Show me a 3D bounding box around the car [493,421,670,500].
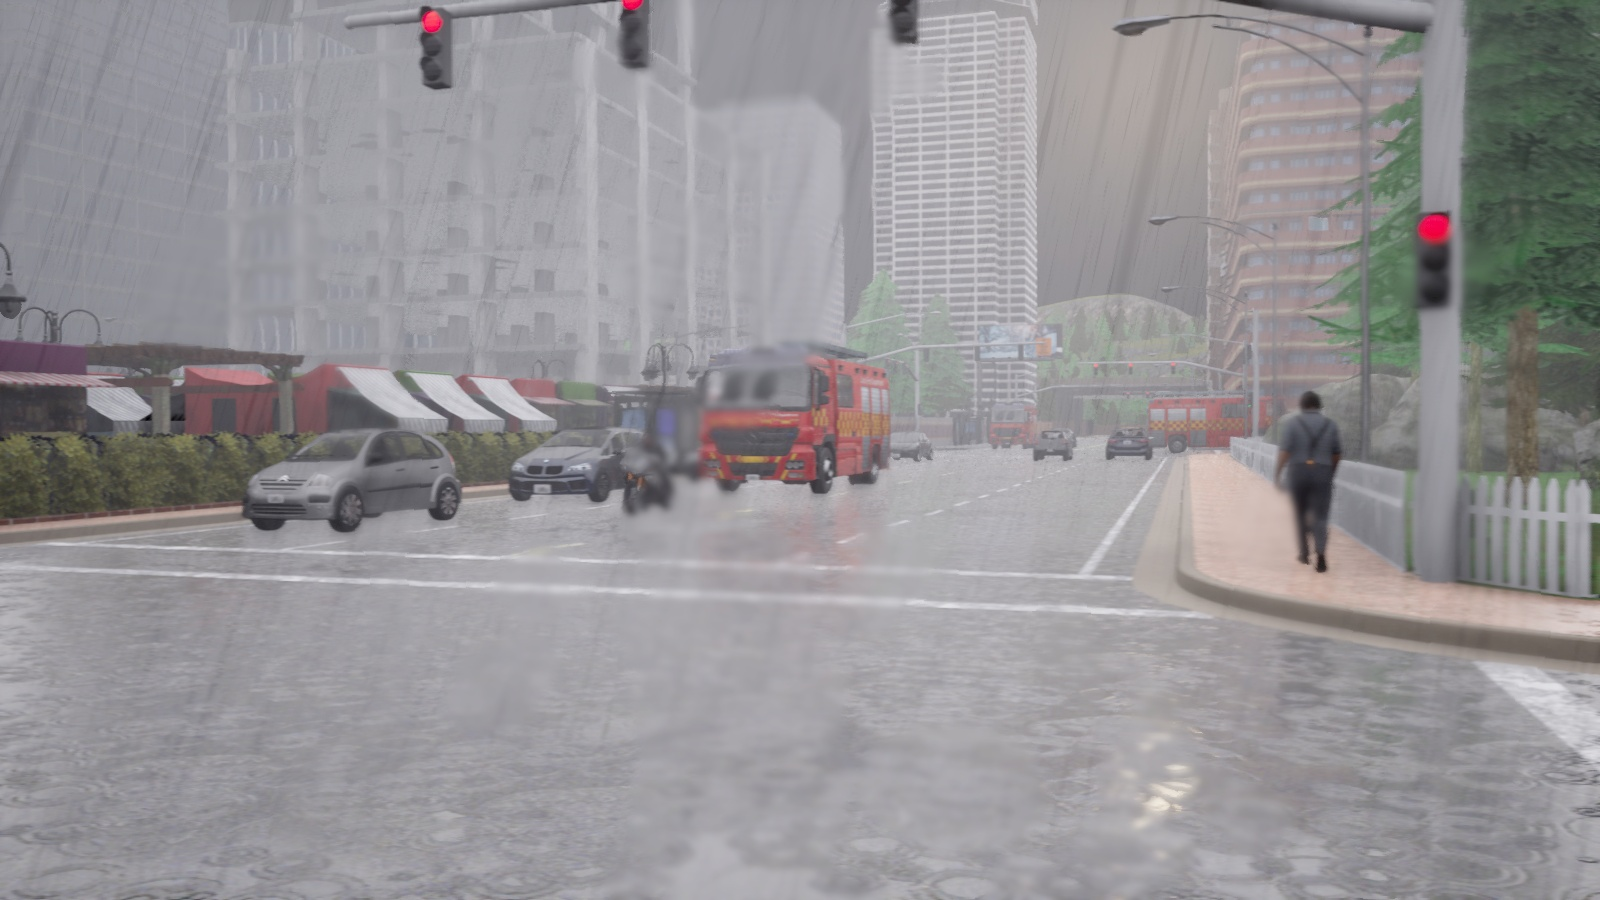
[{"bbox_3d":[-4.971,0.183,29.302,2.242,1.667,4.611,0,1,17],"label":"car"}]

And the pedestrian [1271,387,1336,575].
[{"bbox_3d":[5.099,0.300,12.740,0.540,1.848,0.694,0,1,17],"label":"pedestrian"}]

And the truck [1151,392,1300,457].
[{"bbox_3d":[25.923,-1.517,76.908,8.468,3.827,2.891,0,1,16],"label":"truck"}]

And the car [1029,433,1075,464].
[{"bbox_3d":[12.465,-0.107,62.054,1.845,1.501,3.633,0,1,17],"label":"car"}]

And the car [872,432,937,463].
[{"bbox_3d":[5.229,-0.151,62.284,2.163,1.488,4.792,1,1,18],"label":"car"}]

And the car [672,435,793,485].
[{"bbox_3d":[-1.983,0.242,38.977,2.033,1.411,5.357,0,1,17],"label":"car"}]

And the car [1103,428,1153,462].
[{"bbox_3d":[16.812,-0.295,64.270,2.242,1.667,4.611,1,1,17],"label":"car"}]

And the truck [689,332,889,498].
[{"bbox_3d":[-0.005,-0.874,33.487,2.891,3.827,8.468,0,1,17],"label":"truck"}]

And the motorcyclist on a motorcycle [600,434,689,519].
[{"bbox_3d":[-2.935,0.466,24.031,0.866,1.530,2.191,0,1,17],"label":"motorcyclist on a motorcycle"}]

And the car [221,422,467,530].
[{"bbox_3d":[-7.499,0.358,21.107,1.851,1.617,3.988,0,1,17],"label":"car"}]
